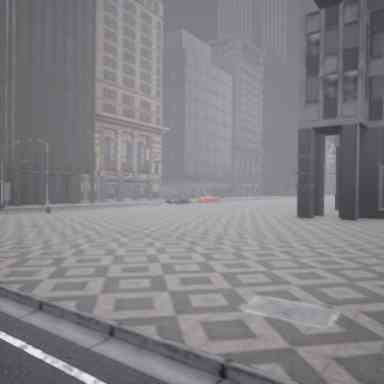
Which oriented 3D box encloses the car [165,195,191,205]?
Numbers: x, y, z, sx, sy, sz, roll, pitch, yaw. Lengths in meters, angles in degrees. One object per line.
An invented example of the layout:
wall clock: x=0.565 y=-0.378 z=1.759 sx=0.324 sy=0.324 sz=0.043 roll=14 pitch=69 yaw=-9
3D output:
car: x=-2.310 y=1.417 z=56.214 sx=2.033 sy=1.411 sz=5.357 roll=1 pitch=1 yaw=36

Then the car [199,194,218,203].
car: x=3.223 y=1.180 z=64.119 sx=2.097 sy=1.767 sz=4.553 roll=1 pitch=1 yaw=35

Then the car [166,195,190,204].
car: x=-2.580 y=1.310 z=61.119 sx=1.837 sy=1.490 sz=4.892 roll=1 pitch=1 yaw=35
